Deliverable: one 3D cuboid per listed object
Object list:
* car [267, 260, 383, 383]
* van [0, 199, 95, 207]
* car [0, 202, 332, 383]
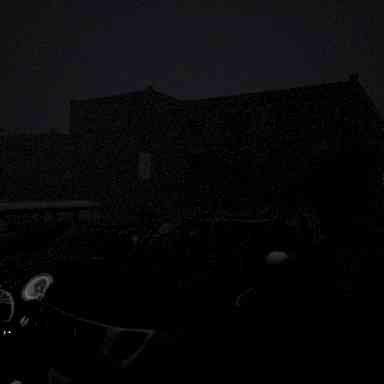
[{"bbox_3d":[2.803,1.482,3.392,2.231,1.521,4.892,0,0,35],"label":"car"},{"bbox_3d":[-3.976,1.227,8.370,1.878,1.987,4.442,0,0,35],"label":"van"},{"bbox_3d":[0.506,1.219,5.001,2.435,2.045,5.566,0,0,35],"label":"car"}]
